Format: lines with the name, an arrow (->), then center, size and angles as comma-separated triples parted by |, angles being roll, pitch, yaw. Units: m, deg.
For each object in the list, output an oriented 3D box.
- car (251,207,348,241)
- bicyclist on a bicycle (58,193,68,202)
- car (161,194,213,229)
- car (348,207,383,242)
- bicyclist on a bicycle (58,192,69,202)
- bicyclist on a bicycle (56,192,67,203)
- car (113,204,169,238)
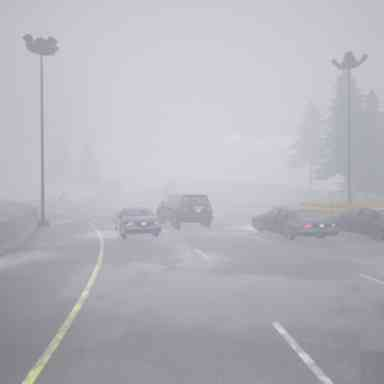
car -> 4.771, 1.444, 16.336 | 2.033, 1.411, 5.357 | 0, 0, -15
bicyclist on a bicycle -> -24.734, 1.017, 65.175 | 0.582, 1.620, 1.656 | 1, -20, 27
car -> -0.576, 1.110, 20.875 | 2.150, 2.045, 5.566 | 0, 0, -21
car -> 8.494, 1.429, 15.882 | 2.033, 1.411, 5.357 | 0, 0, -14
bicyclist on a bicycle -> -25.239, 1.015, 65.448 | 0.582, 1.620, 1.656 | -1, -23, 26
bicyclist on a bicycle -> -25.694, 1.017, 65.686 | 0.582, 1.620, 1.656 | 1, -23, 27
car -> -2.979, 1.474, 17.383 | 2.033, 1.411, 5.357 | 0, 0, -19
